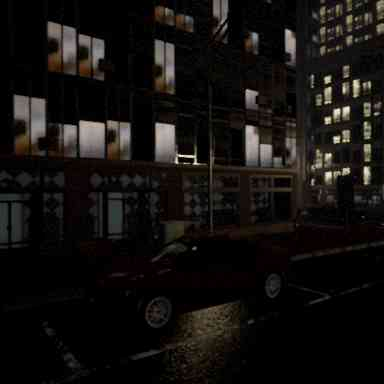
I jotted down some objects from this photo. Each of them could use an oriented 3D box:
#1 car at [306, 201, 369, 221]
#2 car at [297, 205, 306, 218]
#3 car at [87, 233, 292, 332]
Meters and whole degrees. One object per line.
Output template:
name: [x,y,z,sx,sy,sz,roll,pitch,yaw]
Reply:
car: [12.871,1.735,29.252,1.895,1.301,4.718,-1,1,-36]
car: [8.645,1.674,30.807,2.008,1.369,4.403,0,0,-35]
car: [0.163,1.580,6.870,4.507,1.381,1.887,1,-1,-36]
